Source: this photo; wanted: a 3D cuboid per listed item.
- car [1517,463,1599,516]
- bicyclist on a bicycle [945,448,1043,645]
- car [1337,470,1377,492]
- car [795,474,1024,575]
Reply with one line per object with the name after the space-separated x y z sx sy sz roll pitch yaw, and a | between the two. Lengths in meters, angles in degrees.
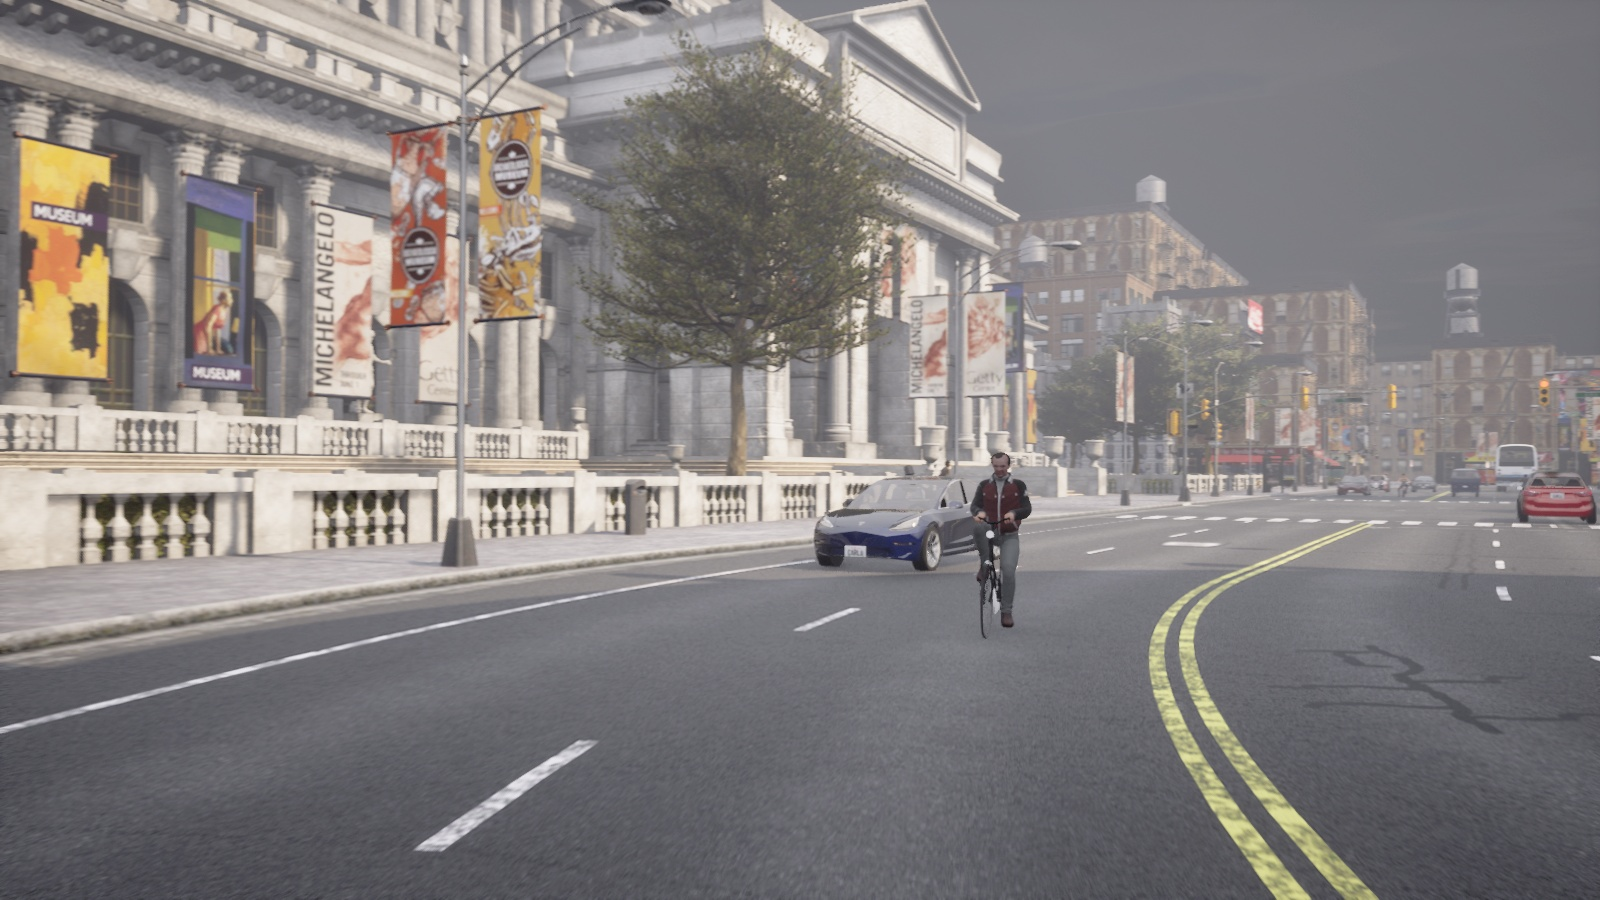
25.548 1.295 42.380 2.242 1.667 4.611 -1 -1 29 | car
1.927 0.885 12.277 0.659 1.776 1.843 0 -1 18 | bicyclist on a bicycle
39.887 2.204 89.848 2.163 1.488 4.792 -1 -1 29 | car
2.020 1.168 21.475 2.163 1.488 4.792 -1 -1 28 | car
